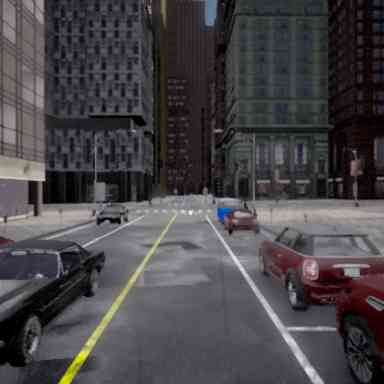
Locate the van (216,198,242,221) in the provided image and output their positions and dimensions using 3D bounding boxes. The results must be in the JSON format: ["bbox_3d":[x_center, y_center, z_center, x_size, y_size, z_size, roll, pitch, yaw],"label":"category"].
[{"bbox_3d":[2.754,1.392,24.800,1.690,1.788,3.998,0,0,0],"label":"van"}]

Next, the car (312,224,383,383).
[{"bbox_3d":[2.851,1.317,2.205,2.192,1.841,5.009,0,0,0],"label":"car"}]

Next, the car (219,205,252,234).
[{"bbox_3d":[2.780,1.623,19.151,1.802,1.307,4.206,0,0,0],"label":"car"}]

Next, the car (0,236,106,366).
[{"bbox_3d":[-3.017,1.622,5.926,1.895,1.301,4.718,0,0,0],"label":"car"}]

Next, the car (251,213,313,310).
[{"bbox_3d":[2.827,1.456,7.854,1.967,1.590,4.097,0,0,0],"label":"car"}]

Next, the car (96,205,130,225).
[{"bbox_3d":[-5.770,1.630,24.762,1.947,1.339,4.313,0,0,0],"label":"car"}]
